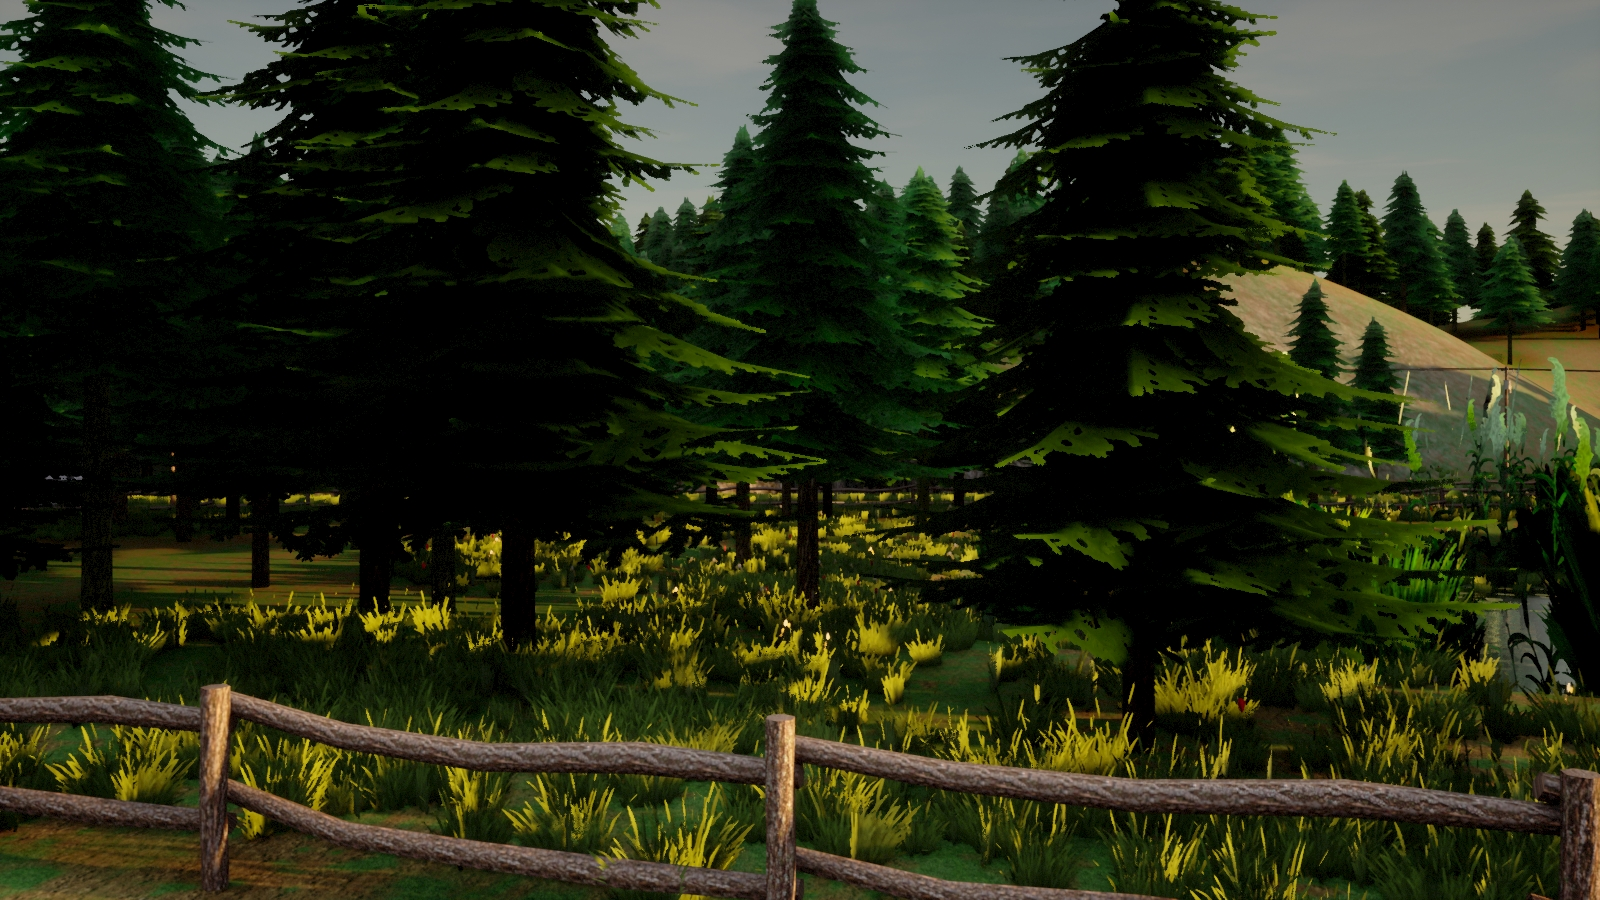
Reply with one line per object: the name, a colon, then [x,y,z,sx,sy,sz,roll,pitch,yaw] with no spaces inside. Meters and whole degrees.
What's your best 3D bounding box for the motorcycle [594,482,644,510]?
motorcycle: [-8.573,2.178,54.111,2.209,1.251,0.867,0,0,14]
